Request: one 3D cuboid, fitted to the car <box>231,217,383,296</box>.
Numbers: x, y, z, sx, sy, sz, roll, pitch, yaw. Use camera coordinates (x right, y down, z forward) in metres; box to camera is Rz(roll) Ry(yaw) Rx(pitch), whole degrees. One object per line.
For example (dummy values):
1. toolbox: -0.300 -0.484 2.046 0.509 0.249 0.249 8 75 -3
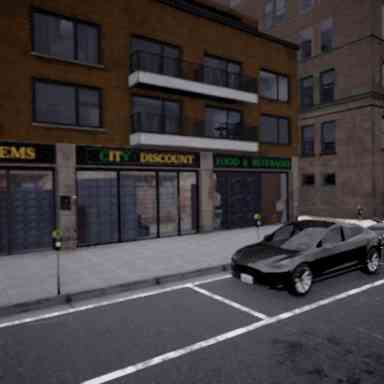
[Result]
1. car: 2.941 1.392 8.185 4.313 1.339 1.947 -2 1 -34
